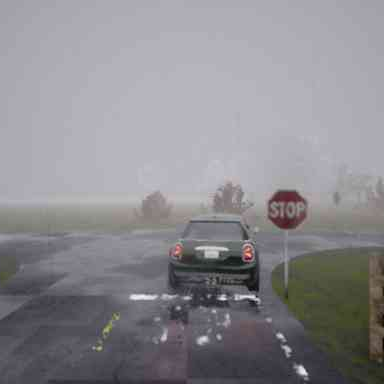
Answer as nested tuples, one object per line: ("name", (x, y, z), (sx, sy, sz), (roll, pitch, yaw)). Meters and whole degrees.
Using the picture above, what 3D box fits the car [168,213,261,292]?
("car", (0.822, 1.391, 9.337), (2.097, 1.767, 4.553), (0, 0, 11))
